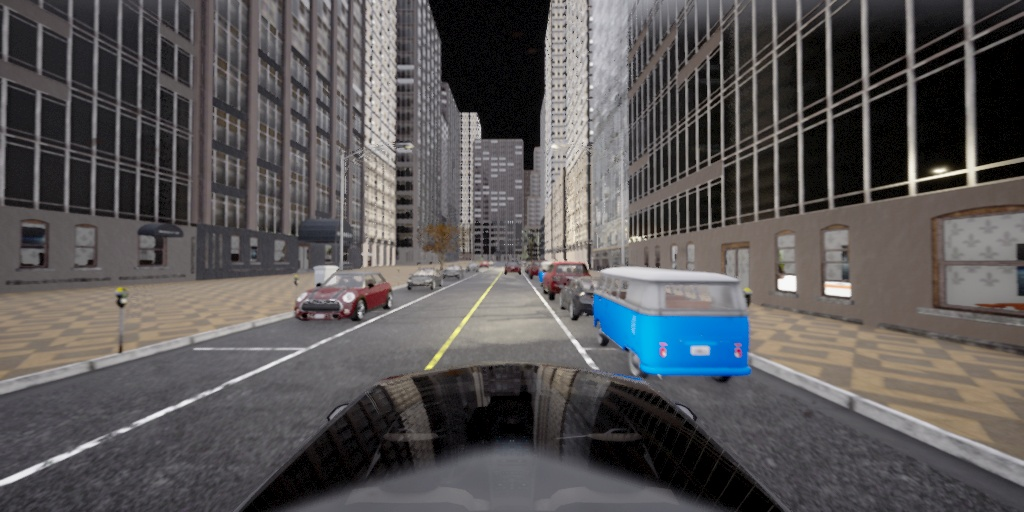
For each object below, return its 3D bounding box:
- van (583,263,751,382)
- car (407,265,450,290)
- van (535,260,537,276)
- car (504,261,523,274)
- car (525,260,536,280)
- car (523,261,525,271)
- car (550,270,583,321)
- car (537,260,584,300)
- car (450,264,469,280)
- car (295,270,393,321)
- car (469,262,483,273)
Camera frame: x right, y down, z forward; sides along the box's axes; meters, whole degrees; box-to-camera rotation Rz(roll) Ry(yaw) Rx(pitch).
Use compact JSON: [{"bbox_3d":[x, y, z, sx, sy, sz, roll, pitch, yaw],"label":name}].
[{"bbox_3d":[2.691,1.131,6.980,1.690,1.789,3.998,0,0,0],"label":"van"},{"bbox_3d":[-5.693,1.467,23.877,2.007,1.370,4.403,0,0,0],"label":"car"},{"bbox_3d":[2.688,1.258,23.905,1.690,1.789,3.998,0,0,0],"label":"van"},{"bbox_3d":[0.095,1.442,47.146,2.097,1.767,4.553,0,0,0],"label":"car"},{"bbox_3d":[2.686,1.315,35.187,2.192,1.841,5.009,0,0,0],"label":"car"},{"bbox_3d":[2.683,1.666,46.469,1.802,1.307,4.207,0,0,0],"label":"car"},{"bbox_3d":[2.690,1.384,12.622,2.007,1.370,4.403,0,0,0],"label":"car"},{"bbox_3d":[2.689,1.190,18.263,2.192,1.841,5.009,0,0,0],"label":"car"},{"bbox_3d":[-5.695,1.550,35.162,2.007,1.370,4.403,0,0,0],"label":"car"},{"bbox_3d":[-5.690,1.272,12.592,1.967,1.591,4.097,0,0,0],"label":"car"},{"bbox_3d":[-5.699,1.674,52.090,2.007,1.370,4.403,0,0,0],"label":"car"}]
